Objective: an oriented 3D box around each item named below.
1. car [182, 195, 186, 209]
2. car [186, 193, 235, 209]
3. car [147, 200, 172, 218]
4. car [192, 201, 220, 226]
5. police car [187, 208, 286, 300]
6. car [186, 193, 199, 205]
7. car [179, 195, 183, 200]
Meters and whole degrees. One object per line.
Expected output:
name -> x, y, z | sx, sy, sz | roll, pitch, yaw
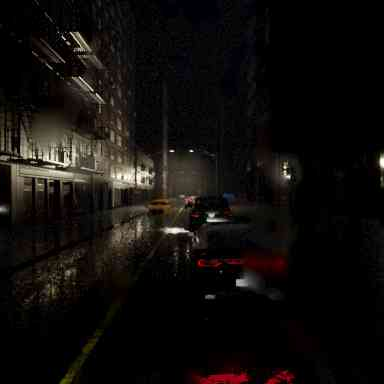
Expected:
car -> 0.132, 1.373, 45.564 | 2.097, 1.767, 4.553 | 0, 0, 1
car -> 0.941, 1.225, 18.475 | 2.150, 2.045, 5.566 | 0, 0, 0
car -> -2.934, 1.483, 30.669 | 1.882, 1.535, 5.008 | 0, 0, 0
car -> 0.954, 1.507, 24.445 | 1.837, 1.490, 4.892 | 0, 0, 0
police car -> 0.917, 1.424, 8.555 | 1.930, 1.638, 5.238 | 0, 0, 0
car -> 0.131, 1.260, 59.559 | 2.150, 2.045, 5.566 | 0, 0, 0
car -> -2.791, 1.551, 95.150 | 2.033, 1.411, 5.357 | 0, 0, 0
